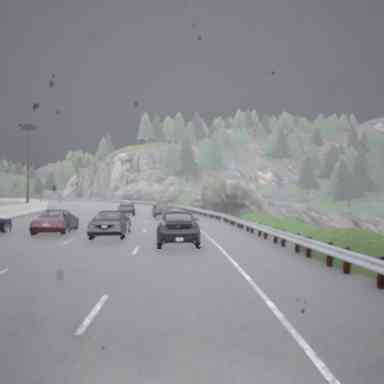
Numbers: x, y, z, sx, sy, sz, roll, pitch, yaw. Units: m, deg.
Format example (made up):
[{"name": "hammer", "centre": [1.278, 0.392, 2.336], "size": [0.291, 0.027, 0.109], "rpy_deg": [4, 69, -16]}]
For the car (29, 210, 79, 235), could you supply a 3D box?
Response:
[{"name": "car", "centre": [-8.183, 1.757, 20.116], "size": [1.994, 1.385, 4.181], "rpy_deg": [0, 0, -6]}]

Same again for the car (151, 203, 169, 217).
[{"name": "car", "centre": [-3.159, 1.852, 34.281], "size": [2.033, 1.411, 5.357], "rpy_deg": [0, -1, -10]}]

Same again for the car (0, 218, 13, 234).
[{"name": "car", "centre": [-11.418, 1.778, 17.651], "size": [1.895, 1.301, 4.718], "rpy_deg": [0, 0, -6]}]

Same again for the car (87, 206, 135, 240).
[{"name": "car", "centre": [-4.415, 1.715, 18.239], "size": [2.033, 1.411, 5.357], "rpy_deg": [0, -1, -6]}]

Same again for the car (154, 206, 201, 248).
[{"name": "car", "centre": [-0.690, 1.642, 15.528], "size": [1.837, 1.490, 4.892], "rpy_deg": [0, -1, -5]}]

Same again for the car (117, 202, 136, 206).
[{"name": "car", "centre": [-7.400, 1.833, 37.572], "size": [2.128, 1.511, 4.902], "rpy_deg": [0, -1, -11]}]
